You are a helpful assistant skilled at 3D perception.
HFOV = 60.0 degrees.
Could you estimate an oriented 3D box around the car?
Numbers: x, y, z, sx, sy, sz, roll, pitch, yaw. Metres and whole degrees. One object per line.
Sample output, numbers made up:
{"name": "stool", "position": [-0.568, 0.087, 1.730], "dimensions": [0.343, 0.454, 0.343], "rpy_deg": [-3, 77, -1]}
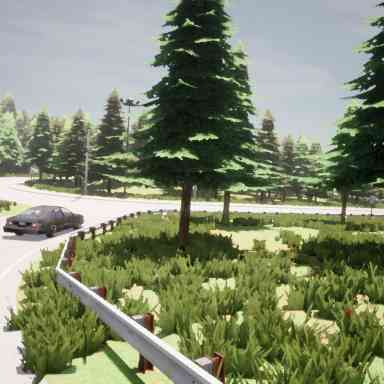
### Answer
{"name": "car", "position": [-7.394, 1.410, 17.289], "dimensions": [2.033, 1.411, 5.357], "rpy_deg": [4, 1, 3]}
